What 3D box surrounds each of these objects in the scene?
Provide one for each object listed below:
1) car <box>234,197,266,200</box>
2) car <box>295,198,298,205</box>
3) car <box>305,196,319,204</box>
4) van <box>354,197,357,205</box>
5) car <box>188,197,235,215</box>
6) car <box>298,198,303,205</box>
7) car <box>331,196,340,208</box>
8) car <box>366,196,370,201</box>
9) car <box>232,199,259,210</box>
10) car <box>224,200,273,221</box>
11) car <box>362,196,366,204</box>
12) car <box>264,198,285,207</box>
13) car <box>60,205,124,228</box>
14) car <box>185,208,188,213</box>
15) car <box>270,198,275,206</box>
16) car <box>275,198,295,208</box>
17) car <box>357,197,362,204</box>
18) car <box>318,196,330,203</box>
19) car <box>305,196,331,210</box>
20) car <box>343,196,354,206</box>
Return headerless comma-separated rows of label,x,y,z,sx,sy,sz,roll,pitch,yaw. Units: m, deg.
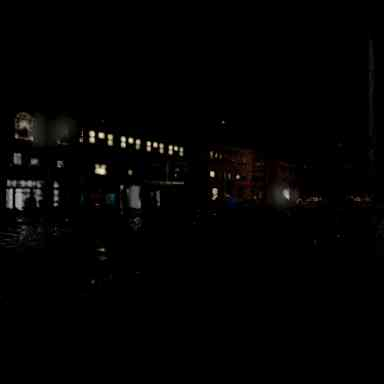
car,5.901,1.571,34.292,1.882,1.535,5.008,0,0,35
car,17.030,1.764,60.197,2.008,1.369,4.403,0,0,35
car,26.563,1.745,73.760,1.967,1.590,4.097,0,0,35
van,30.242,1.648,64.422,1.690,1.788,3.998,0,0,35
car,2.088,1.562,34.423,2.128,1.511,4.902,0,0,35
car,20.208,1.794,64.719,2.008,1.369,4.403,0,0,35
car,20.710,1.531,50.859,2.192,1.841,5.009,0,0,35
car,39.774,1.984,77.983,1.802,1.307,4.206,0,0,35
car,7.498,1.676,46.634,2.008,1.369,4.403,0,0,35
car,4.865,1.622,28.224,1.887,1.381,4.507,0,0,35
car,36.695,1.896,73.602,1.752,1.417,4.829,0,0,35
car,13.853,1.734,55.676,2.008,1.369,4.403,0,0,35
car,-6.560,1.568,22.121,1.994,1.385,4.181,0,0,35
car,1.045,1.595,37.453,1.752,1.417,4.829,0,0,35
car,10.577,1.678,51.016,1.752,1.417,4.829,0,0,35
car,13.469,1.791,50.446,1.895,1.301,4.718,0,0,35
car,33.419,1.919,68.941,1.802,1.307,4.206,0,0,35
car,32.918,1.809,82.802,1.967,1.590,4.097,0,0,35
car,17.532,1.627,46.337,1.967,1.590,4.097,0,0,35
car,27.065,1.591,59.901,2.192,1.841,5.009,0,0,35
